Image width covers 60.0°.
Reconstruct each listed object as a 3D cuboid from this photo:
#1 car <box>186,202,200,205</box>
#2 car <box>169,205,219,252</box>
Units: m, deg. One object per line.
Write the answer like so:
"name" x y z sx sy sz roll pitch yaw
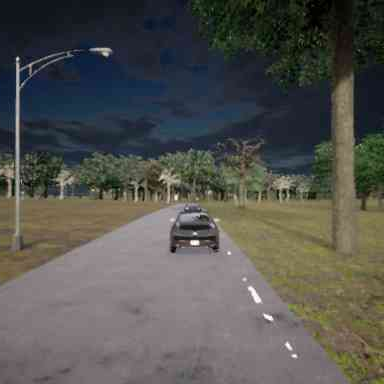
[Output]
"car" 0.098 1.790 36.733 1.895 1.301 4.718 0 -1 0
"car" 0.099 1.531 14.040 1.837 1.490 4.892 0 0 0
